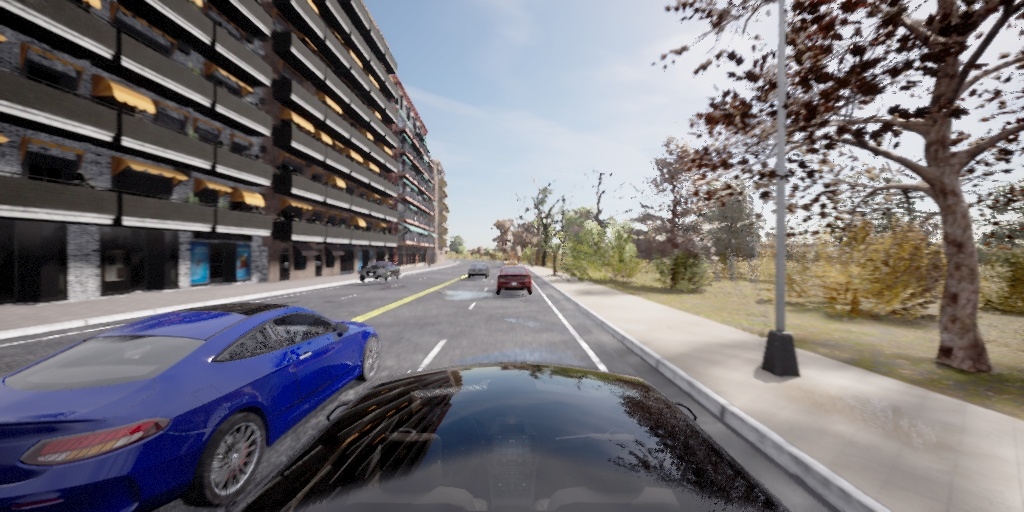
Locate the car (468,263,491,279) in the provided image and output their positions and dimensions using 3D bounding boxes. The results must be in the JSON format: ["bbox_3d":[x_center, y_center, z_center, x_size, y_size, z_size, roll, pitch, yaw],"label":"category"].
[{"bbox_3d":[-3.124,1.384,34.440,2.033,1.411,5.357,0,0,0],"label":"car"}]

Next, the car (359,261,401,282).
[{"bbox_3d":[-9.728,1.077,26.699,1.994,1.385,4.181,0,0,0],"label":"car"}]

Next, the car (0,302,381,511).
[{"bbox_3d":[-3.151,1.279,4.238,1.812,1.442,4.674,0,0,0],"label":"car"}]

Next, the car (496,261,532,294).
[{"bbox_3d":[0.118,1.278,20.803,1.882,1.535,5.008,0,0,0],"label":"car"}]
